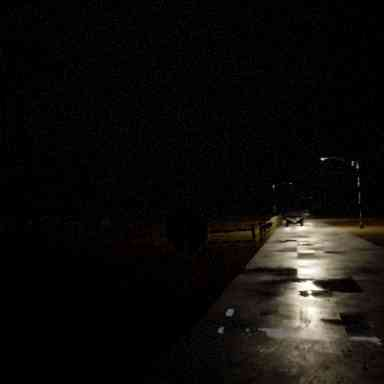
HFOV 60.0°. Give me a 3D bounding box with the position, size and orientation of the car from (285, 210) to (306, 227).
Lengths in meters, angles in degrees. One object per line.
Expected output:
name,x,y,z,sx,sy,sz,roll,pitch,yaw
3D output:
car,13.715,3.527,44.498,2.150,2.045,5.566,-3,-4,17

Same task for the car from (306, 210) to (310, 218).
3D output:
car,30.283,5.924,88.716,2.150,2.045,5.566,-3,-4,17
